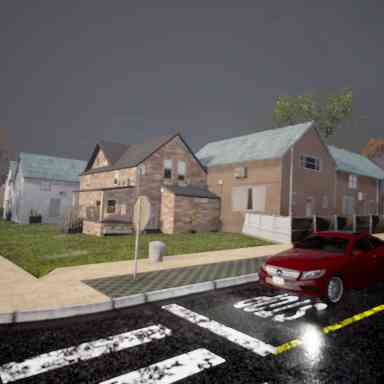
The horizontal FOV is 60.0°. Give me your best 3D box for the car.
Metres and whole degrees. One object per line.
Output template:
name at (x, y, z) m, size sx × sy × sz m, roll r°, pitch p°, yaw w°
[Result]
car at (3.803, 1.774, 8.773) m, size 4.674 × 1.442 × 1.812 m, roll 2°, pitch -2°, yaw -36°
